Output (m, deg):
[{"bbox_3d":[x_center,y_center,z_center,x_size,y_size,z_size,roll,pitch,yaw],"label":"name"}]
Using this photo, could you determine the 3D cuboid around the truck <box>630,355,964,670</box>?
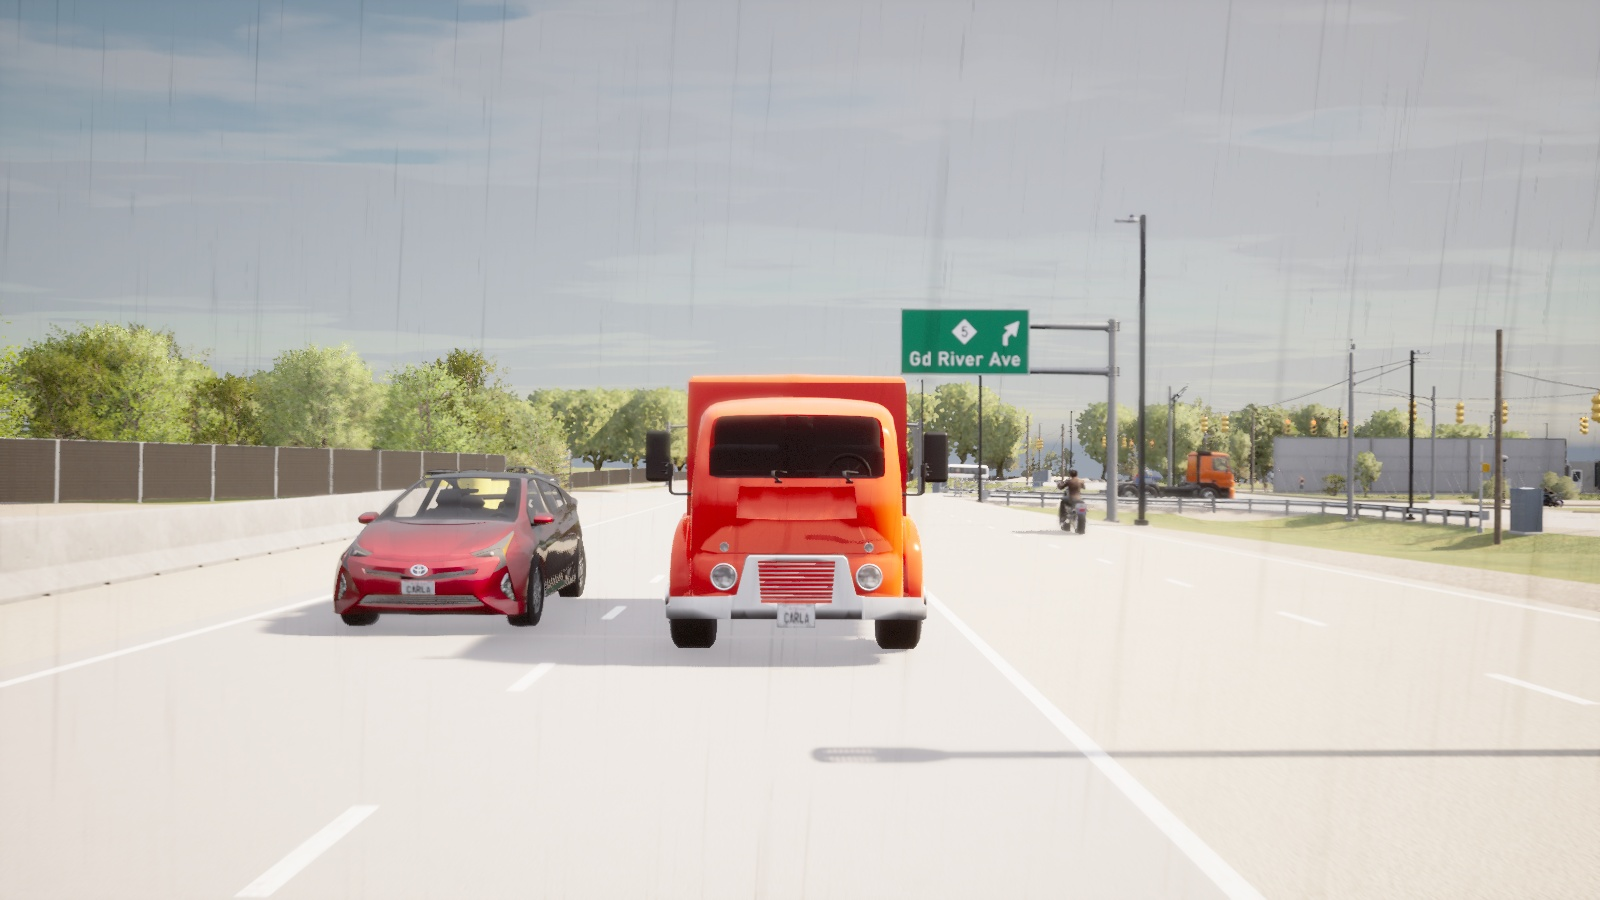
[{"bbox_3d":[-0.031,0.532,12.498,2.627,2.467,5.204,0,-1,0],"label":"truck"}]

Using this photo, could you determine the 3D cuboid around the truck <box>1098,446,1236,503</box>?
[{"bbox_3d":[23.316,1.558,80.017,7.936,3.462,2.891,1,-1,-1],"label":"truck"}]

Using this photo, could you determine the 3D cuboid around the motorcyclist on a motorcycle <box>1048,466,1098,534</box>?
[{"bbox_3d":[6.925,1.247,31.965,0.766,1.649,2.350,0,-1,0],"label":"motorcyclist on a motorcycle"}]

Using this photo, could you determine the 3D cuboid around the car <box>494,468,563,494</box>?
[{"bbox_3d":[-17.194,1.962,79.783,3.988,1.617,1.851,0,-1,0],"label":"car"}]

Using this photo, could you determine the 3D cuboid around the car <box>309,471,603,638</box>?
[{"bbox_3d":[-3.532,1.001,13.861,2.007,1.525,4.514,0,-1,0],"label":"car"}]
